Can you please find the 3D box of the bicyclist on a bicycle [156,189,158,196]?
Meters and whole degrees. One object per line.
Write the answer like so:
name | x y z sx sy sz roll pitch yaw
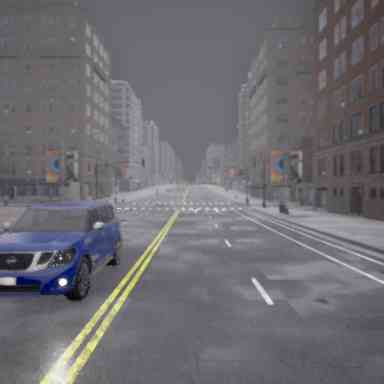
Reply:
bicyclist on a bicycle | -8.740 0.016 82.504 0.659 1.776 1.843 0 2 0

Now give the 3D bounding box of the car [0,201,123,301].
car | -3.350 1.283 8.835 2.150 2.045 5.566 0 0 0
